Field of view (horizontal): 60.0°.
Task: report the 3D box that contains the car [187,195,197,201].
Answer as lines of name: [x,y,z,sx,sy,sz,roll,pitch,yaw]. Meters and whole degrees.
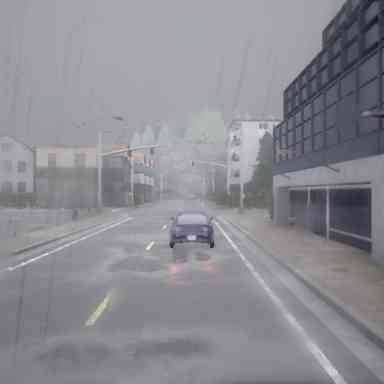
car: [0.000,1.389,79.682,1.812,1.442,4.674,0,0,0]

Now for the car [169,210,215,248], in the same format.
car: [0.000,1.531,14.650,1.812,1.442,4.674,0,0,0]
